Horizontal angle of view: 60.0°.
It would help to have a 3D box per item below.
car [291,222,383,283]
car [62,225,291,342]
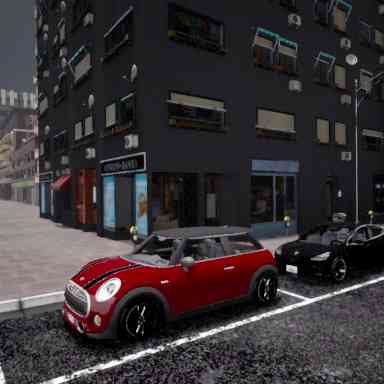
[{"bbox_3d":[4.279,1.564,9.631,4.313,1.339,1.947,0,-1,-36],"label":"car"},{"bbox_3d":[-0.280,1.439,6.377,4.097,1.590,1.967,0,-1,-36],"label":"car"}]
